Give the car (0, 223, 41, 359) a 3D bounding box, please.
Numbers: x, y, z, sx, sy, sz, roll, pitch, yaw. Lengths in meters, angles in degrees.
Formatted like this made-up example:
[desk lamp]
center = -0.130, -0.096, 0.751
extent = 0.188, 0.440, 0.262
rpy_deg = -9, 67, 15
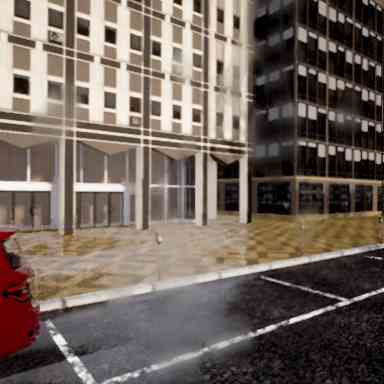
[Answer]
[car]
center = -4.206, 1.300, 3.277
extent = 5.009, 1.841, 2.192
rpy_deg = 1, 0, -35
